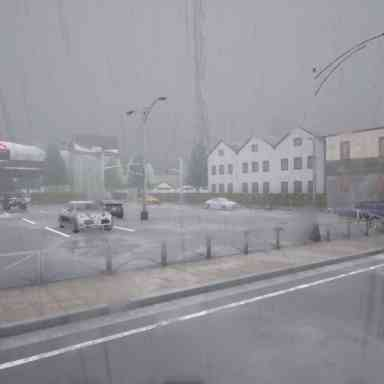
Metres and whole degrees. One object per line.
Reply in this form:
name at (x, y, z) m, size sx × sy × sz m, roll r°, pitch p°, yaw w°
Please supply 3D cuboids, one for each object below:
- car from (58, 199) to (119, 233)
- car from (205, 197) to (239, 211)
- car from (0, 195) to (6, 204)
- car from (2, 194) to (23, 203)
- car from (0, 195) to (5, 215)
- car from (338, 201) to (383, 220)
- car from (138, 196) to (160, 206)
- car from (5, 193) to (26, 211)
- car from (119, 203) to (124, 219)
car at (-5.683, 1.248, 17.625) m, size 1.970 × 1.475 × 3.806 m, roll 0°, pitch 0°, yaw -36°
car at (3.306, 1.349, 37.728) m, size 1.812 × 1.442 × 4.674 m, roll 0°, pitch 0°, yaw -36°
car at (-39.548, 1.495, 65.854) m, size 4.611 × 1.667 × 2.242 m, roll 0°, pitch 0°, yaw -36°
car at (-39.319, 1.328, 72.983) m, size 3.866 × 1.878 × 1.905 m, roll 0°, pitch 0°, yaw -36°
car at (-18.283, 1.113, 29.585) m, size 1.932 × 1.855 × 4.605 m, roll 0°, pitch 0°, yaw -36°
car at (13.301, 1.371, 23.663) m, size 2.033 × 1.411 × 5.357 m, roll 0°, pitch 0°, yaw -35°
car at (-6.751, 1.339, 51.989) m, size 1.882 × 1.535 × 5.008 m, roll 0°, pitch 0°, yaw -35°
car at (-20.193, 1.092, 37.895) m, size 1.905 × 1.878 × 3.866 m, roll 0°, pitch 0°, yaw -36°
car at (-6.810, 1.313, 25.488) m, size 2.007 × 1.523 × 4.514 m, roll 0°, pitch 0°, yaw -36°
